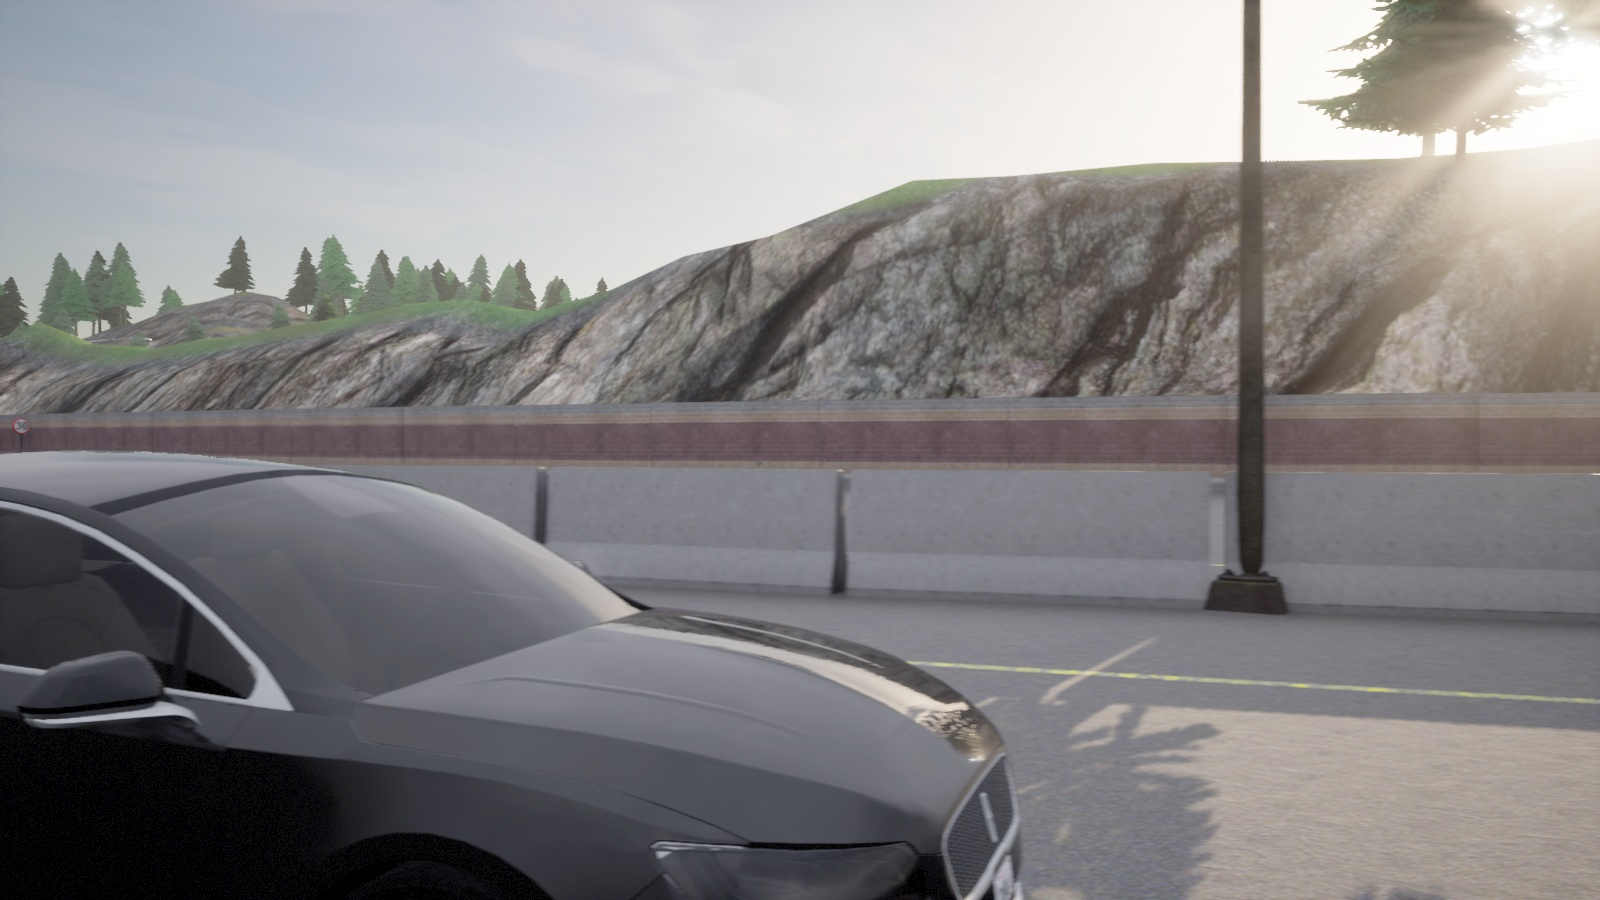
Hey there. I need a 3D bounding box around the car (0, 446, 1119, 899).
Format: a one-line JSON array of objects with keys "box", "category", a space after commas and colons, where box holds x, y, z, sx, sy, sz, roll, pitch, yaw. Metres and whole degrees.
[{"box": [-1.655, 0.766, 3.737, 4.892, 1.490, 1.837, 1, 1, 20], "category": "car"}]
